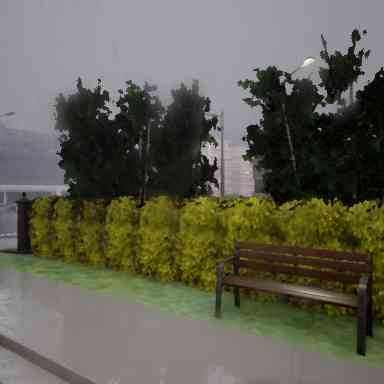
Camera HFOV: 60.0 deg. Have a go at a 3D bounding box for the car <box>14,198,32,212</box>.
[{"bbox_3d":[-16.119,1.553,35.897,1.895,1.301,4.718,0,0,36],"label":"car"}]

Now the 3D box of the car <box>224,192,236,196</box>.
[{"bbox_3d":[7.602,0.751,69.495,1.994,1.385,4.181,0,1,35],"label":"car"}]

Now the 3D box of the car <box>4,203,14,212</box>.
[{"bbox_3d":[-18.874,1.479,38.046,1.812,1.442,4.674,0,0,35],"label":"car"}]

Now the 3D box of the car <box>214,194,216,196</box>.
[{"bbox_3d":[3.244,0.752,69.379,1.812,1.442,4.674,0,1,35],"label":"car"}]
